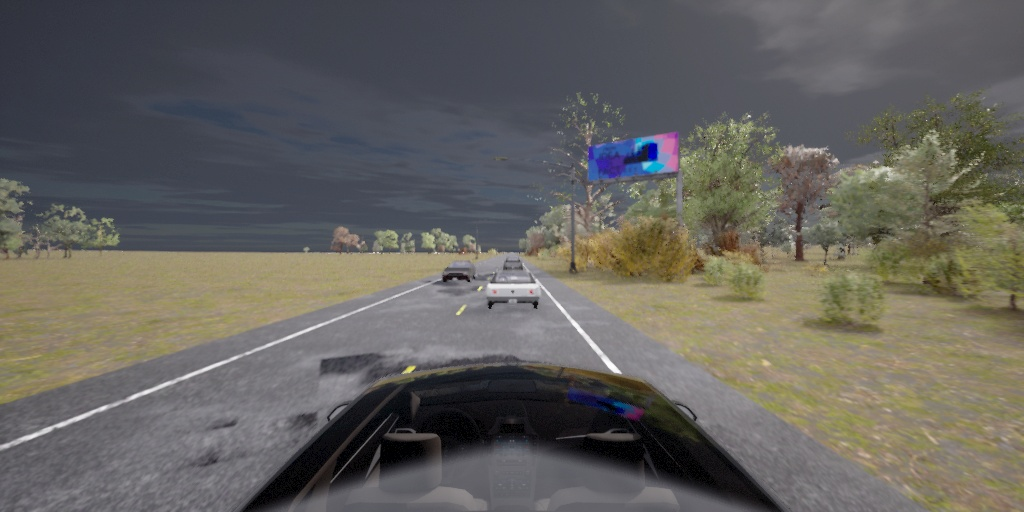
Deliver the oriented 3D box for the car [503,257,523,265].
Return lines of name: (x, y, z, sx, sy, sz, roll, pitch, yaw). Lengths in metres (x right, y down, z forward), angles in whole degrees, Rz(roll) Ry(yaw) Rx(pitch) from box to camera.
car: (0.099, 0.826, 35.984, 2.128, 1.511, 4.902, 0, 1, 0)

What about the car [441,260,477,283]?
car: (-3.516, 1.018, 24.834, 2.033, 1.411, 5.357, 0, 1, 0)

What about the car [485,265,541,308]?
car: (0.047, 1.200, 14.189, 1.895, 1.301, 4.718, 0, 1, 0)
